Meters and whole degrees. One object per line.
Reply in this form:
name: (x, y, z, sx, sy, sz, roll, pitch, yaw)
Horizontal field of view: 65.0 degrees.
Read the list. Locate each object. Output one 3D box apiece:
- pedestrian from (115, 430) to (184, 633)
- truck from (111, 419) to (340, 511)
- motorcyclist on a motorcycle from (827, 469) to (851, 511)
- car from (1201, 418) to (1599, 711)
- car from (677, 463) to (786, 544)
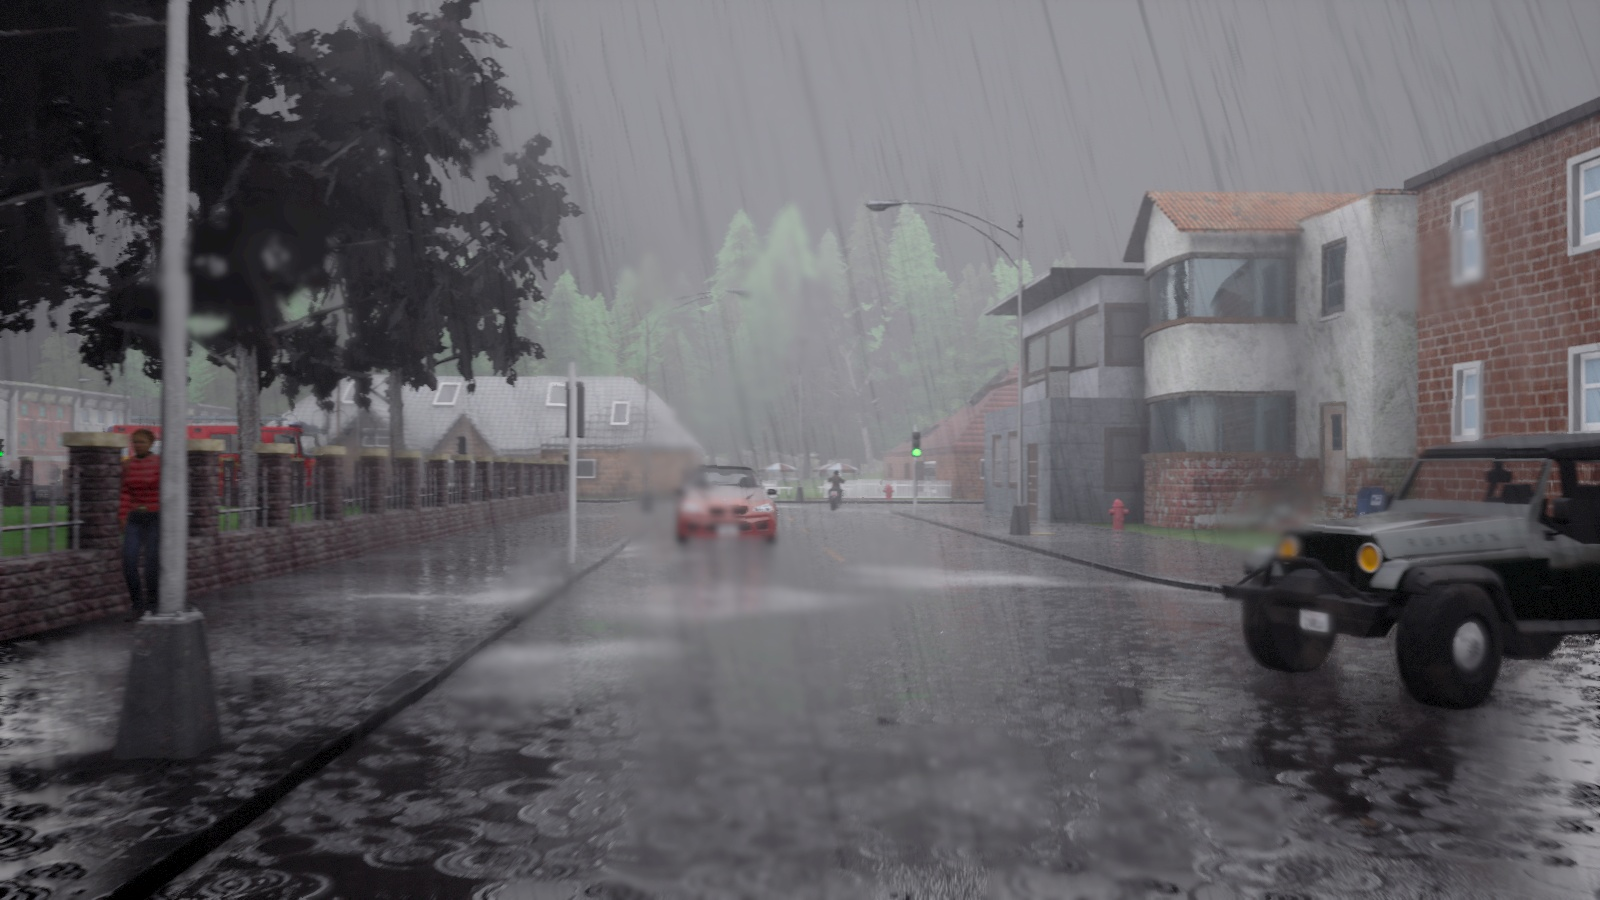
pedestrian: (-6.070, 0.743, 11.736, 0.331, 1.846, 0.636, 0, -1, -3)
truck: (-24.557, 0.644, 54.009, 8.468, 3.827, 2.891, 0, -1, -4)
motorcyclist on a motorcycle: (1.582, 1.613, 50.943, 0.766, 1.649, 2.350, 1, -1, 6)
car: (5.299, 0.752, 9.567, 3.866, 1.878, 1.905, 0, -1, -18)
car: (-1.626, 1.139, 28.285, 2.242, 1.667, 4.611, 0, -1, -5)
